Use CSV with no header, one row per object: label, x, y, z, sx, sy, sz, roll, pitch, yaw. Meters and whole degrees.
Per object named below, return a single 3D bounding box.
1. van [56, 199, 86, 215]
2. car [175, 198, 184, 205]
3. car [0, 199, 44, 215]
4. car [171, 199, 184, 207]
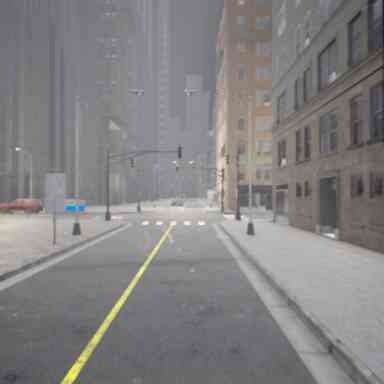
van,-14.704,1.770,39.801,3.998,1.788,1.690,0,-1,-1
car,-2.954,2.329,80.376,2.128,1.511,4.902,0,-1,0
car,-20.345,1.743,39.718,5.009,1.841,2.192,0,-1,-1
car,-2.978,2.217,64.894,1.994,1.385,4.181,0,-1,0
